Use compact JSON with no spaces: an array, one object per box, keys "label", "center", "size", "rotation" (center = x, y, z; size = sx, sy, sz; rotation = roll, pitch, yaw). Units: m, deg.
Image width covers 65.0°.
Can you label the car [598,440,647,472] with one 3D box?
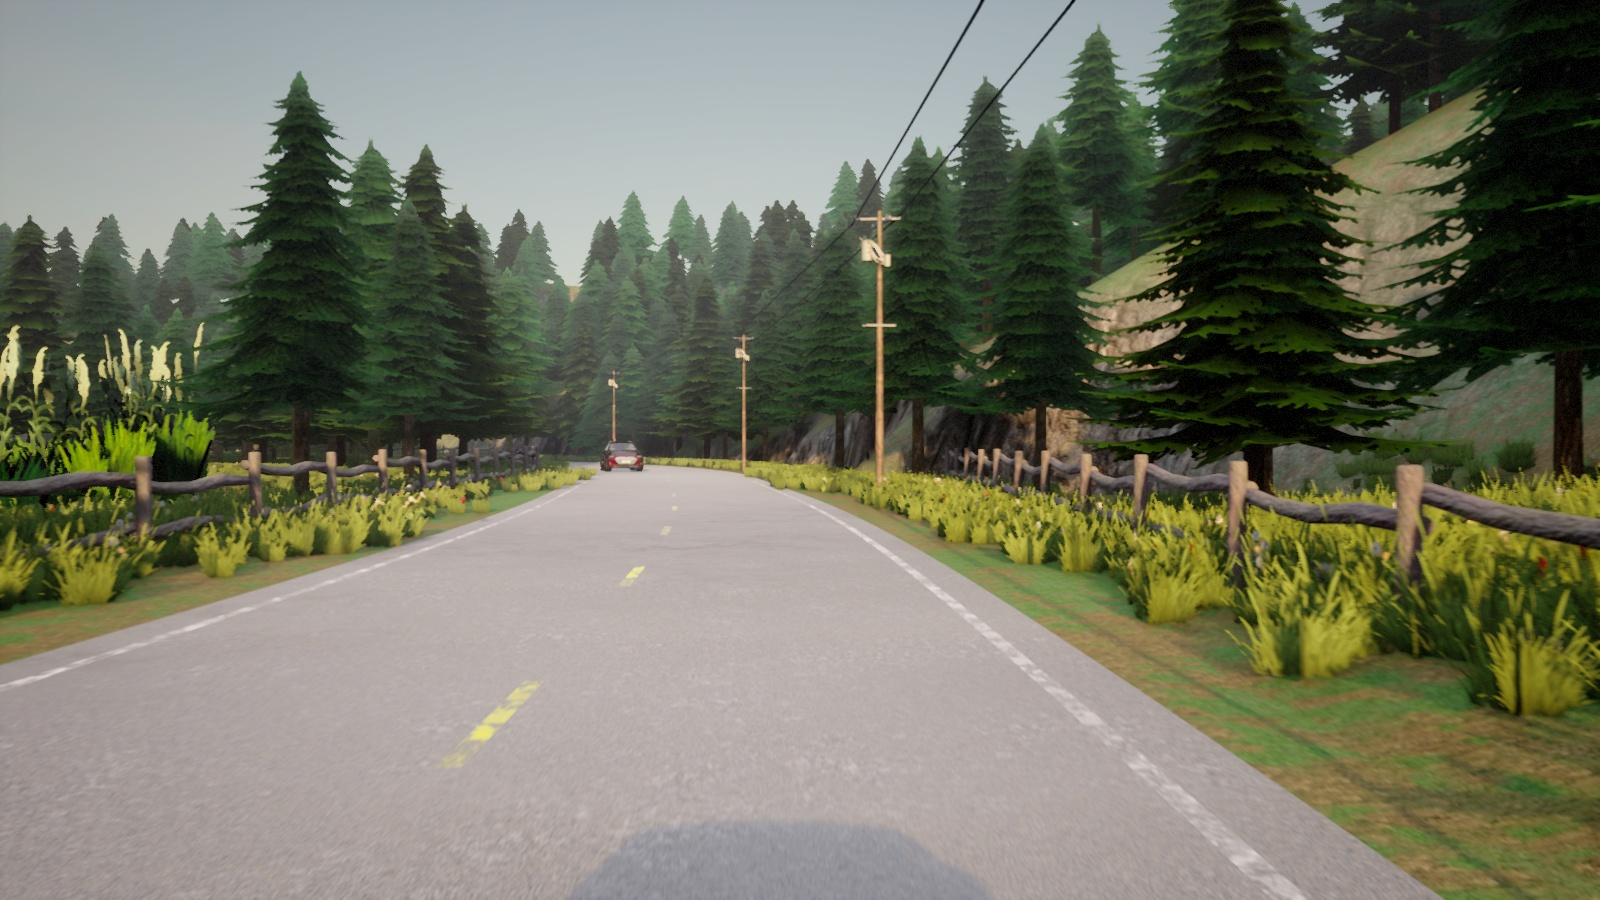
[{"label":"car","center":[-9.380,0.297,65.999],"size":[2.033,1.649,4.856],"rotation":[0,0,-14]}]
